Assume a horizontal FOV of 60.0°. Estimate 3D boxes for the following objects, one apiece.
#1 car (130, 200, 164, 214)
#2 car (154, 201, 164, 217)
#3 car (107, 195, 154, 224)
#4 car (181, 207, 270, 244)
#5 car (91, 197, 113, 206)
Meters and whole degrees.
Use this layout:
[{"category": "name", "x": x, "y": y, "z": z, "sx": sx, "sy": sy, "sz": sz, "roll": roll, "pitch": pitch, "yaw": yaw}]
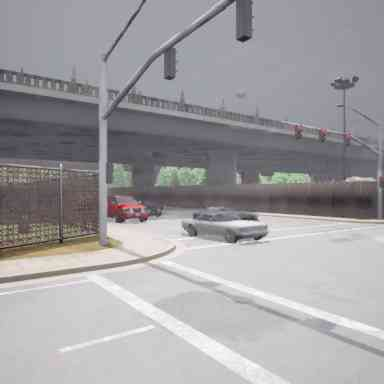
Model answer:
[{"category": "car", "x": -5.211, "y": 1.656, "z": 38.133, "sx": 1.895, "sy": 1.301, "sz": 4.718, "roll": 0, "pitch": 0, "yaw": -36}, {"category": "car", "x": -4.518, "y": 1.619, "z": 30.806, "sx": 1.994, "sy": 1.385, "sz": 4.181, "roll": 0, "pitch": 0, "yaw": -36}, {"category": "car", "x": -5.471, "y": 1.275, "z": 26.116, "sx": 2.150, "sy": 2.045, "sz": 5.566, "roll": 0, "pitch": 0, "yaw": -36}, {"category": "car", "x": 1.502, "y": 1.647, "z": 16.364, "sx": 1.895, "sy": 1.301, "sz": 4.718, "roll": 0, "pitch": 0, "yaw": -36}, {"category": "car", "x": -16.135, "y": 1.603, "z": 59.430, "sx": 2.033, "sy": 1.411, "sz": 5.357, "roll": 0, "pitch": 0, "yaw": -36}]
